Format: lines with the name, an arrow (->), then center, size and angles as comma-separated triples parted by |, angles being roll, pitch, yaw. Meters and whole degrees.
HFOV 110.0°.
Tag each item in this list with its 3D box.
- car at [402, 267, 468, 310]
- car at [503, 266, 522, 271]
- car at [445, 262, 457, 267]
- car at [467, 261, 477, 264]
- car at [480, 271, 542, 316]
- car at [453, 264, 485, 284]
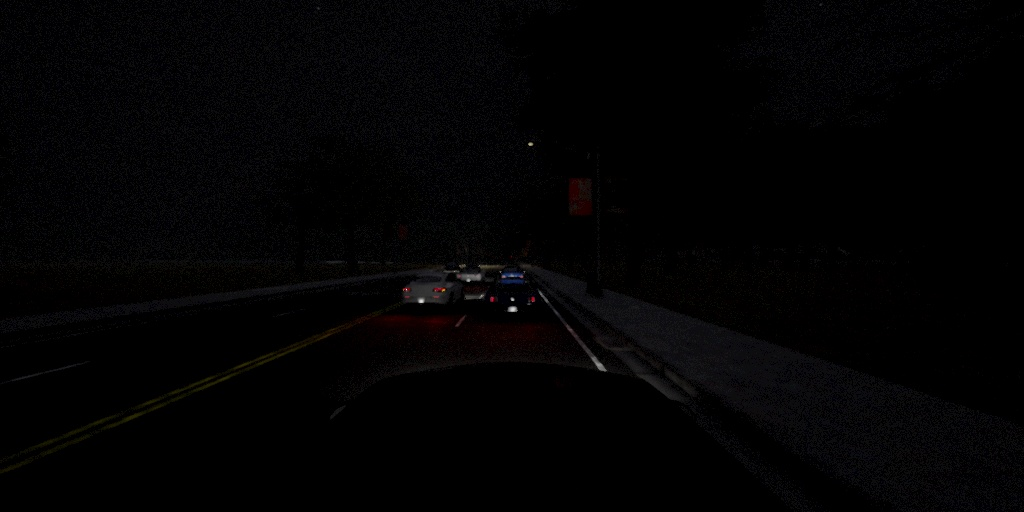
car -> -3.194, 1.367, 15.017 | 1.812, 1.442, 4.674 | 0, 0, 1
car -> 0.033, 1.475, 27.162 | 2.033, 1.411, 5.357 | 0, 0, 1
car -> -9.792, 1.679, 58.717 | 1.812, 1.442, 4.674 | 0, 0, 0
car -> -6.544, 1.658, 58.724 | 1.837, 1.490, 4.892 | 0, 0, 0
car -> 0.045, 1.434, 13.713 | 1.895, 1.301, 4.718 | 0, 0, 1
car -> -3.201, 1.539, 28.714 | 1.895, 1.301, 4.718 | 0, 0, 1
